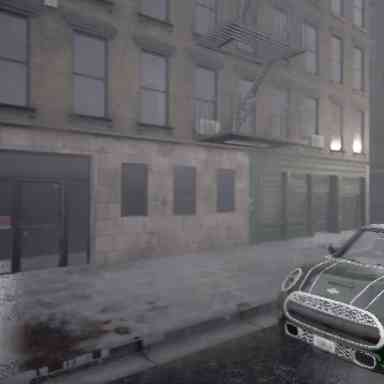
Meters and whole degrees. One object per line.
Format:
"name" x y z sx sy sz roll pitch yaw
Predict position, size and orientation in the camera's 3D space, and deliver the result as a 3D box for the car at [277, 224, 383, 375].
"car" 3.524 1.349 5.560 4.553 1.767 2.097 0 0 -35
